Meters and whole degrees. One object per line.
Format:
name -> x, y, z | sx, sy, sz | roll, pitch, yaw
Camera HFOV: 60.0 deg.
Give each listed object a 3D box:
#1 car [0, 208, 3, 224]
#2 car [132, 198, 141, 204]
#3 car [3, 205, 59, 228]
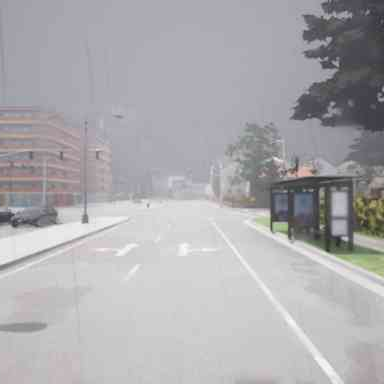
car -> -15.001, 1.873, 24.893 | 1.895, 1.301, 4.718 | 0, -1, 0
car -> -14.957, 2.502, 90.252 | 2.128, 1.511, 4.902 | 0, -1, 0
car -> -11.500, 1.776, 24.650 | 1.837, 1.490, 4.892 | 0, -1, 0
